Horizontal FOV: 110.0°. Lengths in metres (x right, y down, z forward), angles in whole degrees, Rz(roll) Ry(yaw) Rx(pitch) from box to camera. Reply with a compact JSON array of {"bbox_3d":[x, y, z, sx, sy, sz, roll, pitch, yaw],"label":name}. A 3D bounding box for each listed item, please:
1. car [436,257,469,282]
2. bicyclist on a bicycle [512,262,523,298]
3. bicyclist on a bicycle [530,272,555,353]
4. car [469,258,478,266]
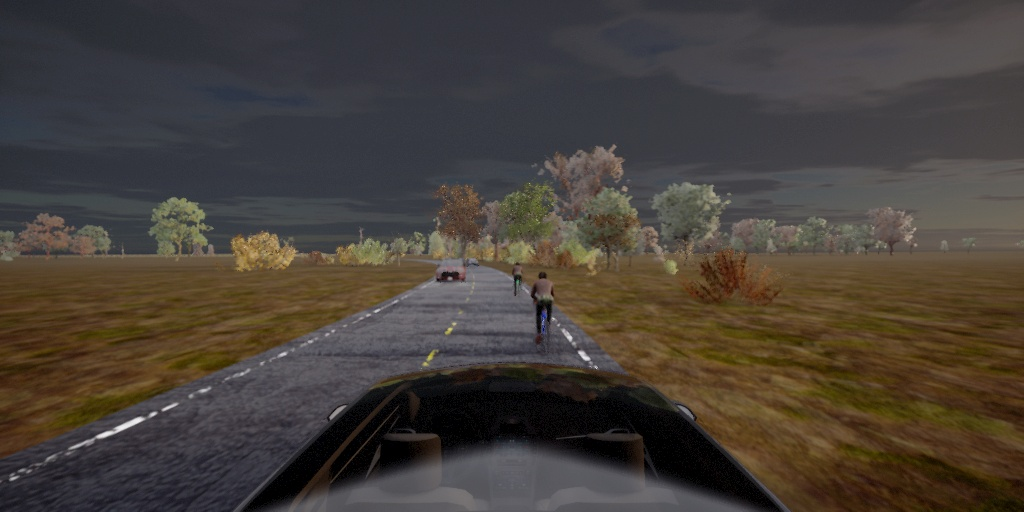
[{"bbox_3d":[-4.519,0.977,27.103,2.097,1.767,4.553,0,0,-6],"label":"car"},{"bbox_3d":[0.276,1.127,16.911,0.582,1.620,1.656,0,0,-4],"label":"bicyclist on a bicycle"},{"bbox_3d":[0.688,1.172,7.832,0.582,1.620,1.656,0,0,-2],"label":"bicyclist on a bicycle"},{"bbox_3d":[-6.836,1.022,60.523,2.033,1.411,5.357,0,0,-13],"label":"car"}]
